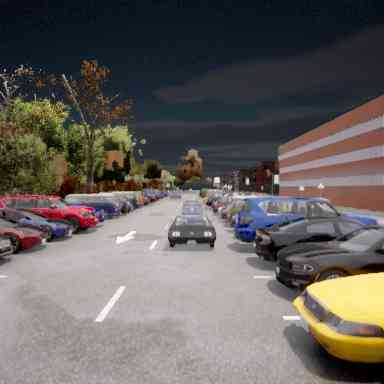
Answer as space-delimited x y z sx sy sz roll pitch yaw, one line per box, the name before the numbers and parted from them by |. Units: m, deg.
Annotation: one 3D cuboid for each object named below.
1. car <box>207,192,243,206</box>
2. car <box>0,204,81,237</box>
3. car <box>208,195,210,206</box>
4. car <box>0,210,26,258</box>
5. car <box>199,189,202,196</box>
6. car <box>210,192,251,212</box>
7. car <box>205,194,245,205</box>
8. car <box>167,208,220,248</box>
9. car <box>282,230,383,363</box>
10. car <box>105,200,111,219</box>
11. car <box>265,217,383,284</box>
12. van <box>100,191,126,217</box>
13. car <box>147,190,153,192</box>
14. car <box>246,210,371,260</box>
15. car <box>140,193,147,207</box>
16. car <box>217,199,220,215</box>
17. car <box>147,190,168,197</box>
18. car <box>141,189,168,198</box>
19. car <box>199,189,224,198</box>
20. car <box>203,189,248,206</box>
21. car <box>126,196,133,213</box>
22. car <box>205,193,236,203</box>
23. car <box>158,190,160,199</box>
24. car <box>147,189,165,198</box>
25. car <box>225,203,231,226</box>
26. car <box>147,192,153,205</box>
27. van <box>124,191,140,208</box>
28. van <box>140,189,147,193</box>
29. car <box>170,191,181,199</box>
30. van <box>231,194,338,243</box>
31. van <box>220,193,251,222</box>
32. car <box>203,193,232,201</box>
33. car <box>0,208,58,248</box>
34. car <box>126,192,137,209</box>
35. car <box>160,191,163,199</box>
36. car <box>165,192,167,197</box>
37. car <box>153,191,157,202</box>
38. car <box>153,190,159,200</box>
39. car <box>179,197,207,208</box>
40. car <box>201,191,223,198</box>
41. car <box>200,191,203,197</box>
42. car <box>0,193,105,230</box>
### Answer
car | 4.384 0.968 44.167 4.553 1.767 2.185 0 1 0
car | -8.132 1.502 15.724 4.792 1.488 2.163 0 0 0
car | 4.413 1.285 35.695 4.674 1.452 2.002 0 1 0
car | -8.169 1.474 10.202 4.892 1.521 2.231 0 0 0
car | 4.421 0.637 69.596 5.008 1.535 2.097 0 1 0
car | 4.384 1.170 32.866 4.553 1.767 2.185 0 1 0
car | 4.601 1.040 46.995 5.366 1.575 1.946 0 1 0
car | 0.000 1.610 14.696 1.895 1.301 4.718 0 0 0
car | 4.230 1.472 4.591 5.366 1.575 1.946 0 0 0
car | -8.155 1.467 21.383 5.008 1.535 2.097 0 0 0
car | 4.420 1.474 7.418 5.008 1.535 2.097 0 0 0
van | -8.039 1.171 27.159 4.442 1.987 1.878 0 1 0
car | -8.184 0.921 46.800 4.553 1.767 2.185 0 1 0
car | 4.410 1.473 10.243 5.008 1.535 2.097 0 0 0
car | -8.160 1.196 38.457 4.892 1.521 2.231 0 1 0
car | 4.413 1.482 24.384 4.674 1.452 2.002 0 1 0
car | -8.095 0.342 77.988 4.553 1.767 2.185 0 0 0
car | -8.129 0.336 72.207 5.566 2.045 2.435 0 1 0
car | 4.444 0.277 75.243 5.566 2.045 2.435 0 1 0
car | 4.387 0.943 38.514 5.566 2.045 2.435 0 1 0
car | -8.188 1.376 29.990 4.792 1.488 2.163 0 1 0
car | 4.418 0.982 52.646 4.674 1.452 2.002 0 1 0
car | -8.182 0.923 55.396 4.792 1.488 2.163 0 1 0
car | -8.149 0.743 63.866 4.892 1.521 2.231 0 1 0
car | 4.413 1.512 18.720 4.674 1.452 2.002 0 0 0
car | -8.158 1.097 43.979 5.008 1.535 2.097 0 1 0
van | -8.272 1.020 35.629 4.442 1.987 1.878 0 1 0
van | -8.269 0.919 41.279 4.442 1.987 1.878 0 1 0
car | -3.263 0.563 67.378 2.097 1.767 4.553 0 1 0
van | 4.298 1.246 15.894 4.442 1.987 1.878 0 0 0
van | 4.299 1.241 21.425 4.442 1.987 1.878 0 0 0
car | 4.445 0.871 58.296 4.792 1.488 2.163 0 1 0
car | -8.132 1.502 12.900 4.792 1.488 2.163 0 0 0
car | -8.124 1.173 32.684 4.553 1.767 2.185 0 1 0
car | -8.148 0.842 58.219 5.008 1.535 2.097 0 1 0
car | -8.164 0.639 69.512 4.892 1.521 2.231 0 1 0
car | -8.148 0.996 49.625 5.008 1.535 2.097 0 1 0
car | -8.157 0.945 52.448 5.008 1.535 2.097 0 1 0
car | 0.000 1.437 29.654 2.033 1.411 5.357 0 1 0
car | 4.418 0.623 72.424 4.674 1.452 2.002 0 1 0
car | 4.230 0.990 49.820 5.366 1.575 1.946 0 1 0
car | -8.133 1.220 18.548 5.566 2.045 2.435 0 0 0
